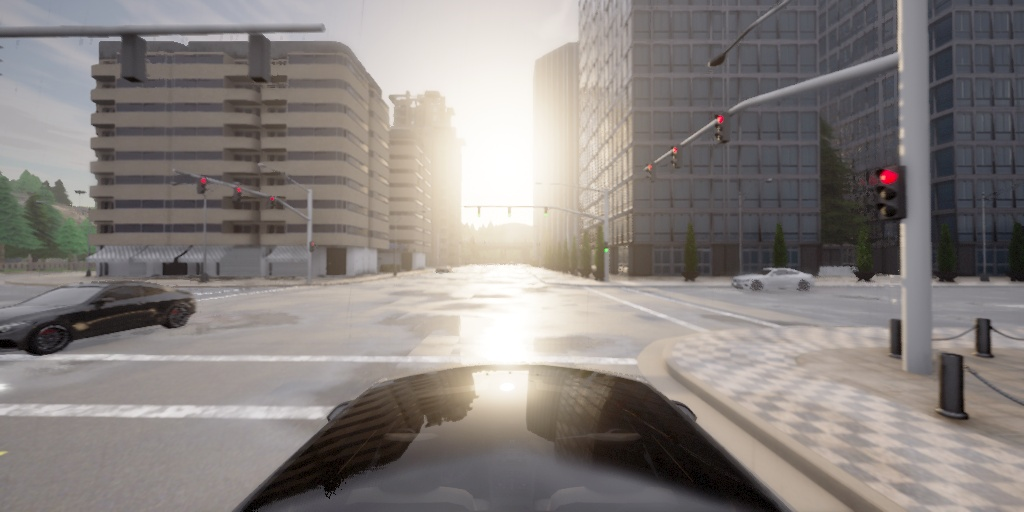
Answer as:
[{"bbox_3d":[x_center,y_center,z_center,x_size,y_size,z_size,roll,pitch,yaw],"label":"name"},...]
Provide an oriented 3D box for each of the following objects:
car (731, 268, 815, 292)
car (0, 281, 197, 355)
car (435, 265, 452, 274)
[{"bbox_3d":[16.458,1.482,22.697,4.674,1.442,1.812,0,-1,0],"label":"car"},{"bbox_3d":[-10.502,1.389,9.039,1.812,1.442,4.674,0,0,0],"label":"car"},{"bbox_3d":[-10.504,2.012,55.404,1.994,1.385,4.181,0,0,0],"label":"car"}]
